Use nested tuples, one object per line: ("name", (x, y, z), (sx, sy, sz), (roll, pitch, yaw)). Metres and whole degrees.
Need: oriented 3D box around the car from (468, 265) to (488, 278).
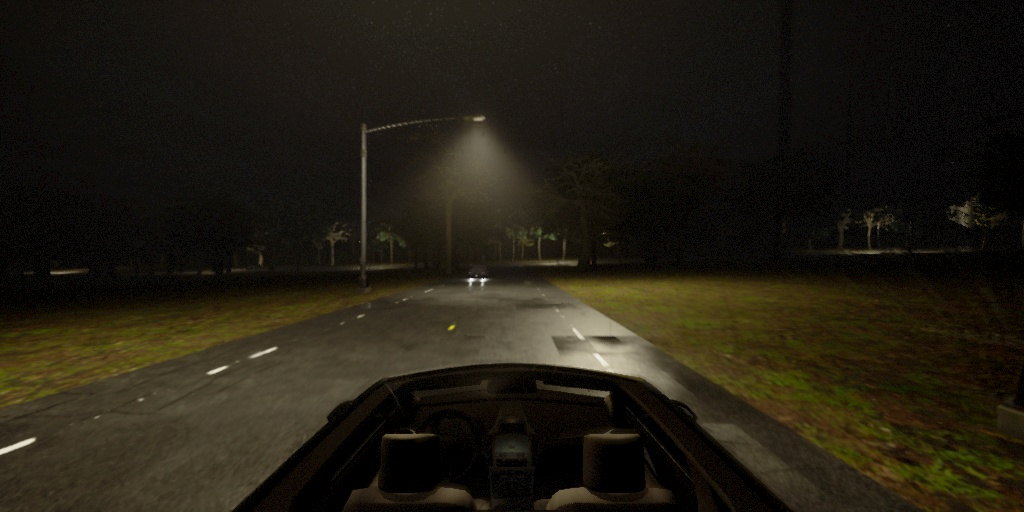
("car", (-3.581, 1.644, 38.800), (2.033, 1.411, 5.357), (0, -1, 0))
